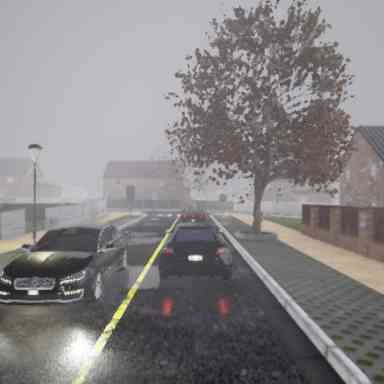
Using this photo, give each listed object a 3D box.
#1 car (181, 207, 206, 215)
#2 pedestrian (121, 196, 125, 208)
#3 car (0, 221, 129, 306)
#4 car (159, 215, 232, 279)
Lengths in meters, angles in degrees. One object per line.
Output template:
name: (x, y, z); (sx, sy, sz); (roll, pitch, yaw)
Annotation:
car: (0.096, 1.807, 26.283); (1.895, 1.301, 4.718); (0, 0, 0)
pedestrian: (-9.702, 1.386, 46.619); (0.375, 1.860, 0.375); (0, -2, 0)
car: (-2.848, 1.569, 8.398); (1.837, 1.490, 4.892); (0, 0, 0)
car: (0.093, 1.643, 10.356); (1.994, 1.385, 4.181); (0, 0, 0)
